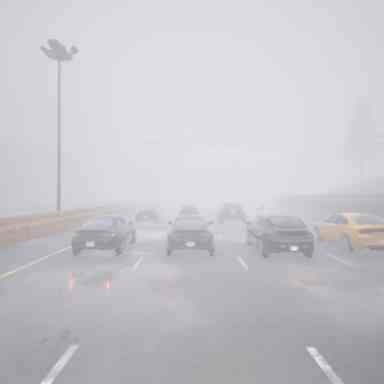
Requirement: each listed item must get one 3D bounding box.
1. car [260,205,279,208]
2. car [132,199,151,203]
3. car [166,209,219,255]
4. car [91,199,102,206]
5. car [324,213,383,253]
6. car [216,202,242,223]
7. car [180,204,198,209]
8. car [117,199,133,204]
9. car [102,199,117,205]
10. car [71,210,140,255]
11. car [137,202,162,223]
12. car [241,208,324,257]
[{"bbox_3d":[6.771,1.845,29.070,1.812,1.442,4.674,0,0,0],"label":"car"},{"bbox_3d":[-9.849,2.276,68.434,2.128,1.511,4.902,0,-1,12],"label":"car"},{"bbox_3d":[-0.066,1.680,13.997,1.812,1.442,4.674,0,0,0],"label":"car"},{"bbox_3d":[-19.859,2.311,71.743,1.812,1.442,4.674,0,-1,14],"label":"car"},{"bbox_3d":[6.931,1.637,14.439,1.882,1.535,5.008,0,0,0],"label":"car"},{"bbox_3d":[3.268,1.665,28.559,2.097,1.767,4.553,0,-1,0],"label":"car"},{"bbox_3d":[-0.233,1.822,28.599,1.837,1.490,4.892,0,0,0],"label":"car"},{"bbox_3d":[-13.190,2.262,69.538,1.837,1.490,4.892,0,-1,12],"label":"car"},{"bbox_3d":[-16.531,2.252,70.643,1.882,1.535,5.008,0,-1,14],"label":"car"},{"bbox_3d":[-3.566,1.680,13.952,1.812,1.442,4.674,0,0,0],"label":"car"},{"bbox_3d":[-3.728,1.844,28.944,1.812,1.442,4.674,0,0,0],"label":"car"},{"bbox_3d":[3.434,1.658,13.636,1.837,1.490,4.892,0,0,0],"label":"car"}]
